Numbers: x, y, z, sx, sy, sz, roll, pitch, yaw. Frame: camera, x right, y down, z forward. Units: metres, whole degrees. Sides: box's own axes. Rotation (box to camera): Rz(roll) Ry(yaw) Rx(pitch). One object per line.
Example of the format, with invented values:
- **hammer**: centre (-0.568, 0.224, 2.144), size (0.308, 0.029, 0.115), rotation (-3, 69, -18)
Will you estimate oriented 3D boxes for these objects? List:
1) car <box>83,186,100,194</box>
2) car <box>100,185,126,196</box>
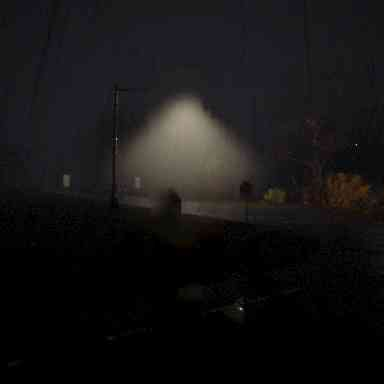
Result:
- **car**: centre (-17.926, -0.388, 59.678), size (2.033, 1.411, 5.357), rotation (1, 1, -36)
- **car**: centre (-12.068, -0.260, 51.525), size (2.097, 1.767, 4.553), rotation (1, 2, -36)
